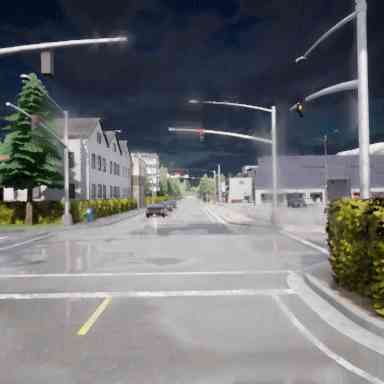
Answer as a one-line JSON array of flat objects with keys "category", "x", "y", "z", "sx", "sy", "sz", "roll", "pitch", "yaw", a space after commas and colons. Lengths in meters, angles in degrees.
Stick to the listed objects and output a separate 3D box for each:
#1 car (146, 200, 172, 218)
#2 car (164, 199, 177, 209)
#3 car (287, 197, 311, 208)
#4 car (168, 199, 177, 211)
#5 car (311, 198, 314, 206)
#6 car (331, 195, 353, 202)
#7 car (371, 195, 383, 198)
[{"category": "car", "x": -3.599, "y": 1.839, "z": 34.547, "sx": 2.033, "sy": 1.411, "sz": 5.357, "roll": -1, "pitch": -1, "yaw": 0}, {"category": "car", "x": -3.538, "y": 1.987, "z": 55.256, "sx": 1.837, "sy": 1.490, "sz": 4.892, "roll": -1, "pitch": -1, "yaw": 0}, {"category": "car", "x": 15.430, "y": 1.622, "z": 49.107, "sx": 2.007, "sy": 1.523, "sz": 4.514, "roll": -1, "pitch": -1, "yaw": 0}, {"category": "car", "x": -3.585, "y": 1.878, "z": 44.843, "sx": 2.128, "sy": 1.511, "sz": 4.902, "roll": -1, "pitch": -1, "yaw": 0}, {"category": "car", "x": 19.076, "y": 1.565, "z": 56.164, "sx": 1.970, "sy": 1.475, "sz": 3.806, "roll": -1, "pitch": -1, "yaw": 0}, {"category": "car", "x": 25.491, "y": 1.390, "z": 56.503, "sx": 2.152, "sy": 1.636, "sz": 5.027, "roll": -1, "pitch": -1, "yaw": 0}, {"category": "car", "x": 19.119, "y": 1.178, "z": 31.239, "sx": 1.905, "sy": 1.878, "sz": 3.866, "roll": -1, "pitch": -1, "yaw": 0}]
